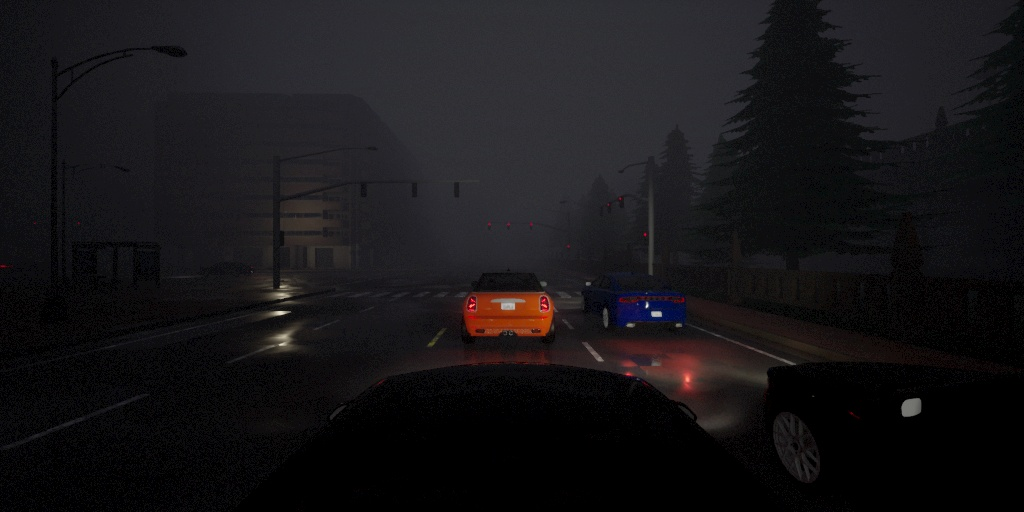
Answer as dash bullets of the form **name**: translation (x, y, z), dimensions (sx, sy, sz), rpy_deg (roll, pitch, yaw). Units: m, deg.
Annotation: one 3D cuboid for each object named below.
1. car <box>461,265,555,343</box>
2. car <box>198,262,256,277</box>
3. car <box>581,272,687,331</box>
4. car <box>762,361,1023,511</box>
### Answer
- **car**: translation (-0.081, 1.102, 9.835), dimensions (2.097, 1.767, 4.553), rpy_deg (0, 0, 0)
- **car**: translation (-28.331, 1.310, 35.659), dimensions (4.892, 1.490, 1.837), rpy_deg (0, 0, -1)
- **car**: translation (3.419, 1.228, 10.979), dimensions (1.882, 1.535, 5.008), rpy_deg (0, 0, 0)
- **car**: translation (3.288, 1.228, 1.453), dimensions (1.882, 1.535, 5.008), rpy_deg (0, 0, 3)
